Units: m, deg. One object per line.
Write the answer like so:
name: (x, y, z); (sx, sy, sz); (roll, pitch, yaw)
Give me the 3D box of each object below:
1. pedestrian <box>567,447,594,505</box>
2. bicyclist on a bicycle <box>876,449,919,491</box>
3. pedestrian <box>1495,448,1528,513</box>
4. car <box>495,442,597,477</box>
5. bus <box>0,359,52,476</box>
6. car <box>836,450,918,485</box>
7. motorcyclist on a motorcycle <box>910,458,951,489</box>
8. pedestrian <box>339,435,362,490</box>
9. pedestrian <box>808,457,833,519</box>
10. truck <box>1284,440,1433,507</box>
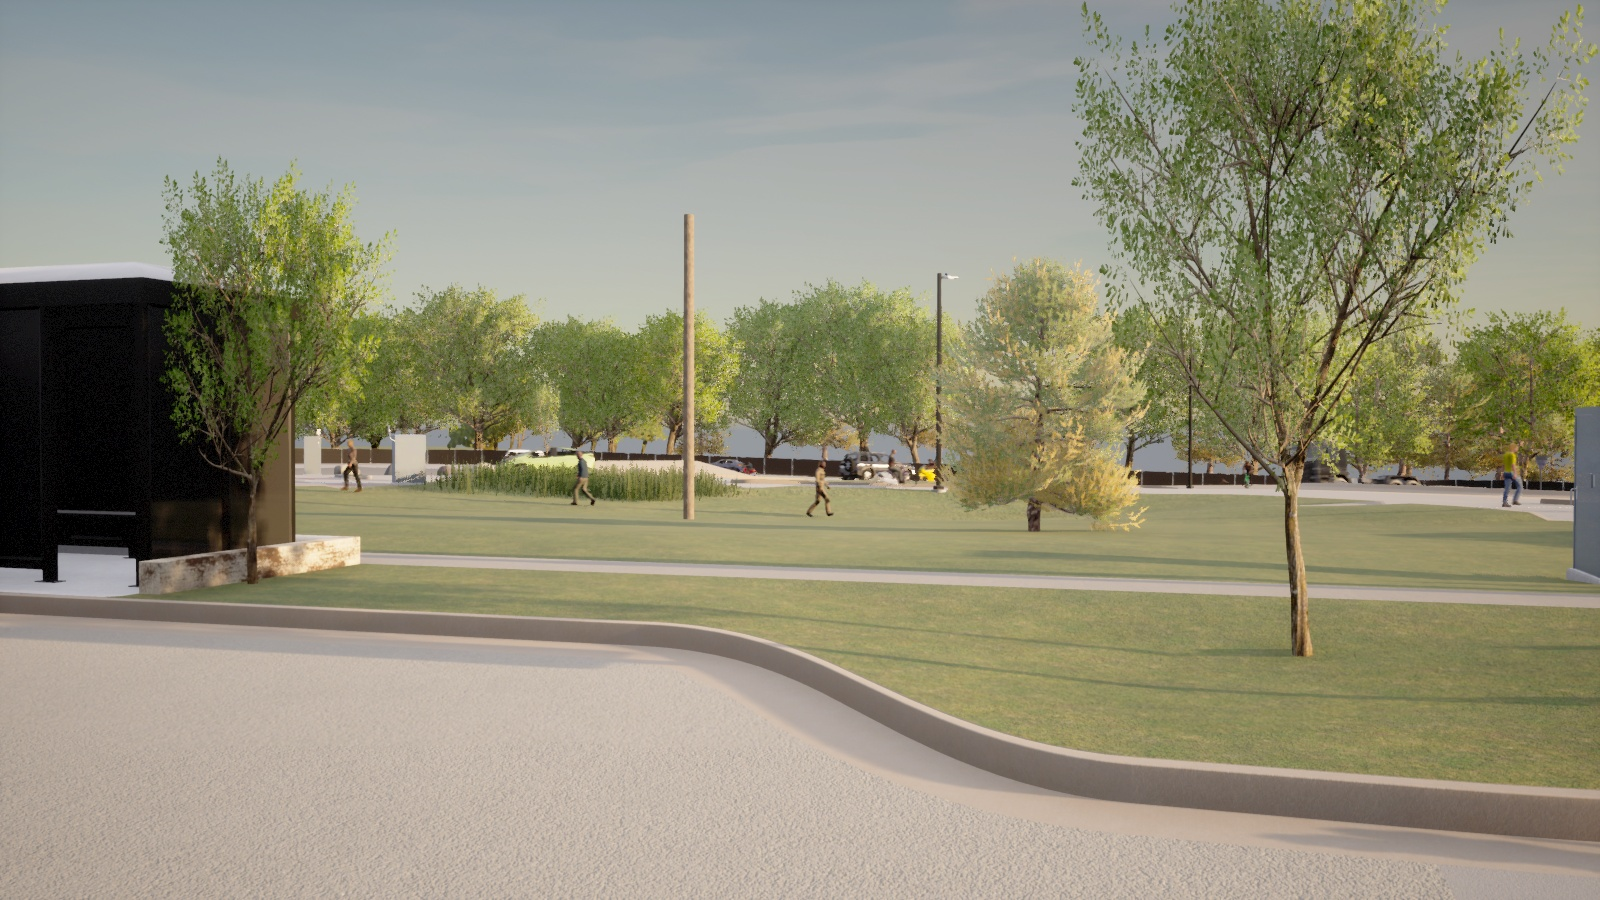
pedestrian: (-7.063, 0.820, 40.423); (0.726, 1.842, 0.402); (1, 1, 20)
bicyclist on a bicycle: (4.368, 0.885, 56.052); (1.843, 1.776, 0.659); (2, 2, 5)
pedestrian: (20.294, 0.853, 35.827); (0.706, 1.836, 0.354); (1, 1, 1)
car: (-12.074, 0.445, 59.641); (4.514, 1.525, 2.007); (1, 1, -19)
bus: (-32.944, -1.235, 44.555); (3.944, 4.253, 10.273); (1, 0, 42)
car: (4.541, 1.065, 73.849); (4.605, 1.855, 1.932); (3, -3, -34)
motorcyclist on a motorcycle: (6.961, 1.254, 66.824); (2.044, 1.523, 0.797); (4, -4, -28)
pedestrian: (-15.255, 0.410, 42.634); (0.331, 1.846, 0.634); (2, 1, 45)
pedestrian: (0.636, 1.185, 39.264); (0.692, 1.930, 0.396); (1, 1, 15)
truck: (33.394, 1.459, 75.151); (7.936, 3.462, 2.891); (2, -7, -14)
